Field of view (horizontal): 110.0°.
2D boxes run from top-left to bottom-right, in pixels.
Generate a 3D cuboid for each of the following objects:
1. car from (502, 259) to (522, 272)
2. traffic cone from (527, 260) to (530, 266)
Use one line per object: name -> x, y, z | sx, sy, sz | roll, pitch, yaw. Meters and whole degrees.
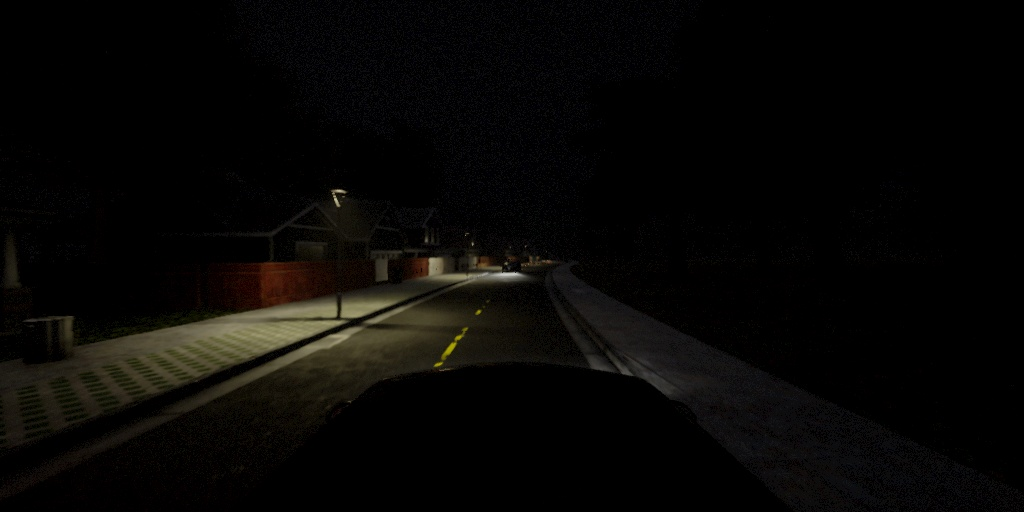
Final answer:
car -> 0.022, 1.129, 42.552 | 2.128, 1.511, 4.902 | 0, 0, 8
traffic cone -> 2.763, 1.529, 64.757 | 0.340, 0.580, 0.340 | 0, 0, 12
